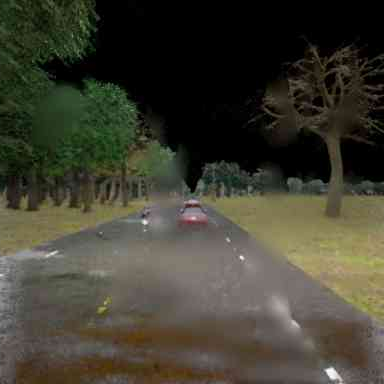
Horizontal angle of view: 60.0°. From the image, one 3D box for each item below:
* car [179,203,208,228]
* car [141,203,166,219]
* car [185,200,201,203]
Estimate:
[{"bbox_3d":[0.112,1.688,23.592,1.994,1.385,4.181,0,0,0],"label":"car"},{"bbox_3d":[-3.507,1.724,30.748,1.994,1.385,4.181,0,0,0],"label":"car"},{"bbox_3d":[0.110,1.689,41.412,1.882,1.535,5.008,0,0,0],"label":"car"}]
